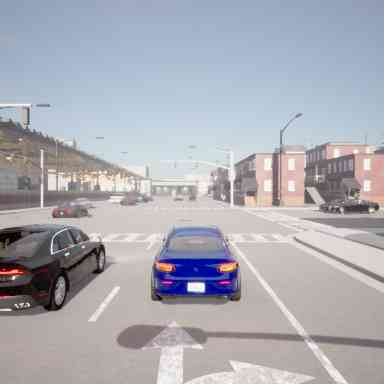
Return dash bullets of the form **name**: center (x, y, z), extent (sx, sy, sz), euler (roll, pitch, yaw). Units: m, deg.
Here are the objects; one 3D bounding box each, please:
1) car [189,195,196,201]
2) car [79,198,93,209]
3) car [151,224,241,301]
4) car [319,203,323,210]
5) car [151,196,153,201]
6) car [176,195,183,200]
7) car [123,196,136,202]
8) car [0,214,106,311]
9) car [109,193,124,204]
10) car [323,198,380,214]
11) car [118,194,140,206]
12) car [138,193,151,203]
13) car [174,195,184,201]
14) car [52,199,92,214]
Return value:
- **car**: center (0.134, 1.500, 81.583), extent (1.837, 1.490, 4.892), euler (0, 0, 0)
- **car**: center (-14.030, 1.525, 42.444), extent (1.812, 1.442, 4.674), euler (0, 0, 0)
- **car**: center (0.091, 1.526, 8.219), extent (1.812, 1.442, 4.674), euler (0, 0, 0)
- **car**: center (17.082, 1.505, 38.028), extent (4.892, 1.490, 1.837), euler (0, 0, 0)
- **car**: center (-10.370, 1.538, 79.478), extent (2.033, 1.411, 5.357), euler (0, 0, 0)
- **car**: center (-3.349, 1.524, 92.129), extent (1.812, 1.442, 4.674), euler (0, 0, 0)
- **car**: center (-13.879, 1.552, 73.885), extent (1.994, 1.385, 4.181), euler (0, 0, 0)
- **car**: center (-3.416, 1.505, 7.761), extent (1.837, 1.490, 4.892), euler (0, 0, 0)
- **car**: center (-13.947, 1.219, 62.352), extent (2.150, 2.045, 5.566), euler (0, 0, 1)
- **car**: center (16.779, 1.491, 34.521), extent (4.902, 1.511, 2.128), euler (0, 0, 0)
- **car**: center (-10.497, 1.477, 55.569), extent (1.882, 1.535, 5.008), euler (0, 0, 0)
- **car**: center (-10.391, 1.223, 68.529), extent (2.150, 2.045, 5.566), euler (0, 0, 0)
- **car**: center (-3.366, 1.595, 82.083), extent (1.895, 1.301, 4.718), euler (0, 0, 0)
- **car**: center (-10.553, 1.564, 28.962), extent (1.994, 1.385, 4.181), euler (0, 0, 0)
